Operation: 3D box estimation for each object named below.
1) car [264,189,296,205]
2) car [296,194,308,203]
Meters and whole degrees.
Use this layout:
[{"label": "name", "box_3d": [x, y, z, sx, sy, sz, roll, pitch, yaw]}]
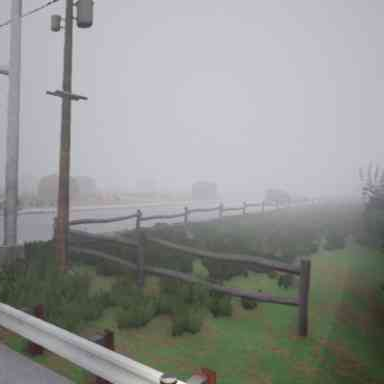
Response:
[{"label": "car", "box_3d": [11.529, 0.673, 44.401, 2.150, 2.045, 5.566, 4, 2, 34]}, {"label": "car", "box_3d": [17.190, 0.982, 53.357, 1.994, 1.385, 4.181, 4, 2, 33]}]
